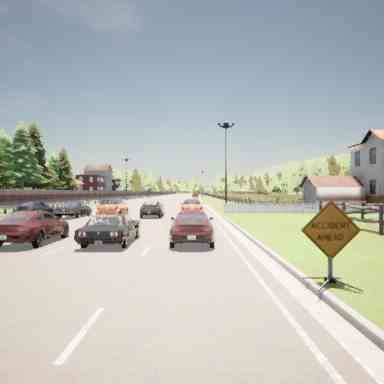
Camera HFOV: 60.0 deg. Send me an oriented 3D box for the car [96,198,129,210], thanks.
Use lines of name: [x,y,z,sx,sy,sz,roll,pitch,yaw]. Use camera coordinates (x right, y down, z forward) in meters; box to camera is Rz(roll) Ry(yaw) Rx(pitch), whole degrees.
car: [-7.000,1.366,29.620,2.097,1.767,4.553,0,0,0]

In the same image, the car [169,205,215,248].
car: [0.000,1.532,14.650,1.812,1.442,4.674,0,0,0]

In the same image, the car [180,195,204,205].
car: [0.000,1.366,29.620,2.097,1.767,4.553,0,0,0]

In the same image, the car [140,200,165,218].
car: [-3.500,1.495,29.650,2.128,1.511,4.902,0,0,0]

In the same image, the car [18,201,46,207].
car: [-14.000,1.532,29.650,1.812,1.442,4.674,0,0,0]

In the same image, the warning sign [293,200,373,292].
warning sign: [3.050,1.114,7.334,1.300,1.860,1.060,0,0,0]

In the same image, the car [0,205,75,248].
car: [-7.000,1.532,14.650,1.812,1.442,4.674,0,0,0]

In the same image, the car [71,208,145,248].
car: [-3.500,1.616,14.680,1.895,1.301,4.718,0,0,0]

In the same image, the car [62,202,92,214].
car: [-10.500,1.563,29.650,2.033,1.411,5.357,0,0,0]
